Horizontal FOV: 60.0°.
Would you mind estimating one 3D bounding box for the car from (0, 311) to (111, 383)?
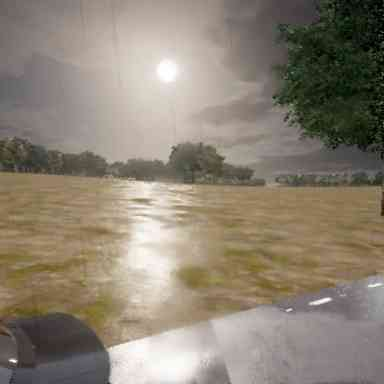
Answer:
[{"bbox_3d":[-2.802,1.461,1.378,5.008,1.535,1.882,1,0,-35],"label":"car"}]
